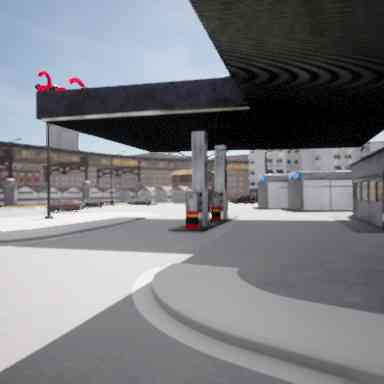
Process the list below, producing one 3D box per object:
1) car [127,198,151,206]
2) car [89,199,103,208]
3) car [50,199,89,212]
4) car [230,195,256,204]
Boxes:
[{"bbox_3d":[-10.723,2.035,67.229,4.902,1.511,2.128,-1,0,-31],"label":"car"},{"bbox_3d":[-17.511,2.011,56.716,2.128,1.511,4.902,-1,-1,36],"label":"car"},{"bbox_3d":[-17.021,1.795,45.375,2.097,1.767,4.553,-1,0,36],"label":"car"},{"bbox_3d":[10.842,1.584,70.756,5.566,2.045,2.150,0,0,-5],"label":"car"}]
